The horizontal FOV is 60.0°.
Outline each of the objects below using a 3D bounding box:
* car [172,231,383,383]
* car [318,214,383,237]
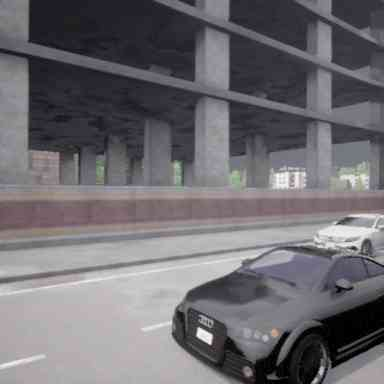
[{"bbox_3d":[1.780,1.587,5.223,4.181,1.385,1.994,0,0,-35],"label":"car"},{"bbox_3d":[6.756,1.592,13.011,4.674,1.442,1.812,1,0,-35],"label":"car"}]
